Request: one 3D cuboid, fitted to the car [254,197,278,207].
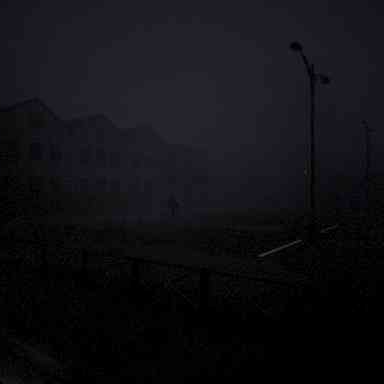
[{"bbox_3d":[10.440,1.356,46.668,2.033,1.411,5.357,0,0,32],"label":"car"}]

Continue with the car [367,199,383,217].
[{"bbox_3d":[15.442,1.298,26.798,2.007,1.523,4.514,0,0,35],"label":"car"}]

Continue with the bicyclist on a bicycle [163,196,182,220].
[{"bbox_3d":[-1.376,1.109,23.031,1.656,1.620,0.582,0,0,35],"label":"bicyclist on a bicycle"}]
